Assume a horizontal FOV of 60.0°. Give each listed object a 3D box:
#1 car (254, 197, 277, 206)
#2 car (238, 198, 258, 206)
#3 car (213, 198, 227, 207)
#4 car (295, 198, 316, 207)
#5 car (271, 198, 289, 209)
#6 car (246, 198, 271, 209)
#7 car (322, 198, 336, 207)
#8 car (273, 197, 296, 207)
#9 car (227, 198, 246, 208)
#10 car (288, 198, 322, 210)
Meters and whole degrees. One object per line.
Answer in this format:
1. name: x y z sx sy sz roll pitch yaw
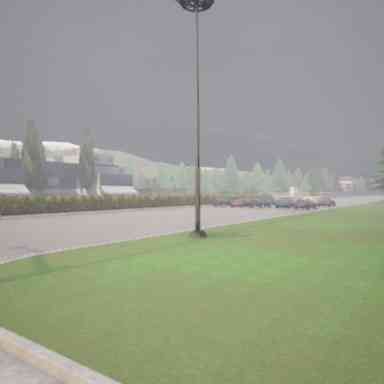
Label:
1. car: 13.126 1.711 59.193 2.033 1.411 5.357 0 0 36
2. car: 10.308 1.752 61.268 1.994 1.385 4.181 0 0 36
3. car: 5.204 1.694 54.233 1.837 1.490 4.892 -1 0 37
4. car: 18.782 1.716 55.068 1.895 1.301 4.718 0 0 36
5. car: 13.617 1.680 47.951 1.994 1.385 4.181 -1 0 37
6. car: 10.283 1.645 49.337 1.837 1.490 4.892 -1 0 37
7. car: 21.088 1.638 52.298 2.033 1.411 5.357 0 0 36
8. car: 15.945 1.687 57.119 2.033 1.411 5.357 0 0 36
9. car: 7.700 1.729 51.721 1.994 1.385 4.181 -1 0 37
10. car: 14.958 1.583 43.897 2.128 1.511 4.902 -1 0 37
